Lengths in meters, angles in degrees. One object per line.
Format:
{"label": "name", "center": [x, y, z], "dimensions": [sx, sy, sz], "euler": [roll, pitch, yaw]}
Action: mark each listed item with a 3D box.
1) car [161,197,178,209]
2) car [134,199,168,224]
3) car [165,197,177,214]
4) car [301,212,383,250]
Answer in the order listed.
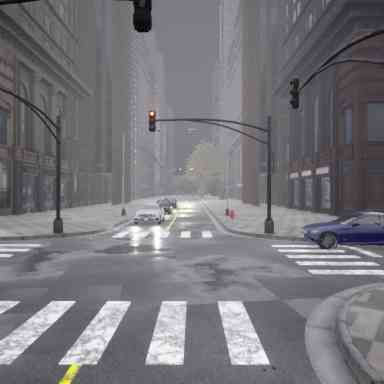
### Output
{"label": "car", "center": [-3.016, 1.490, 45.429], "dimensions": [1.882, 1.535, 5.008], "euler": [0, 0, 0]}
{"label": "car", "center": [-3.060, 1.525, 24.588], "dimensions": [1.812, 1.442, 4.674], "euler": [0, 0, 0]}
{"label": "car", "center": [-3.044, 1.550, 34.998], "dimensions": [2.033, 1.411, 5.357], "euler": [0, 0, 0]}
{"label": "car", "center": [6.914, 1.550, 13.599], "dimensions": [4.674, 1.442, 1.812], "euler": [0, 0, 5]}
